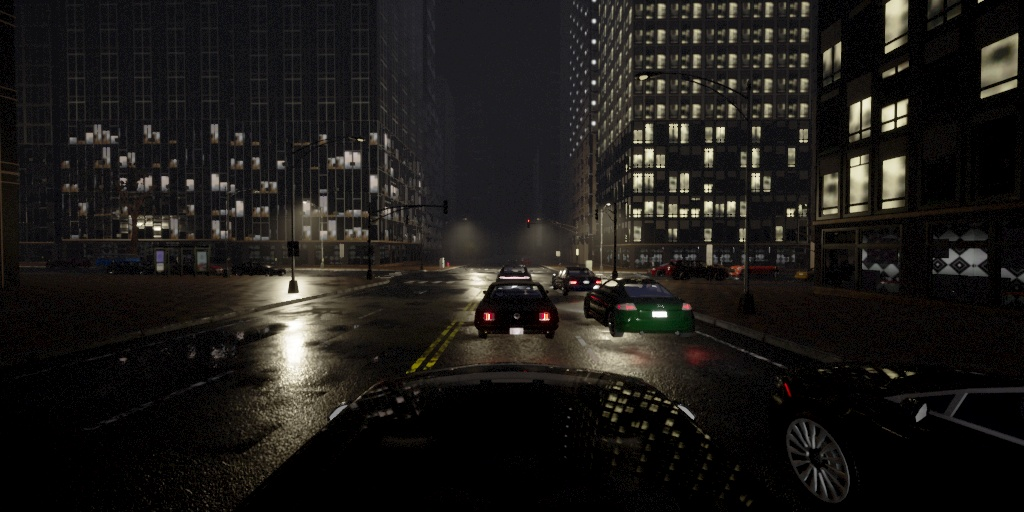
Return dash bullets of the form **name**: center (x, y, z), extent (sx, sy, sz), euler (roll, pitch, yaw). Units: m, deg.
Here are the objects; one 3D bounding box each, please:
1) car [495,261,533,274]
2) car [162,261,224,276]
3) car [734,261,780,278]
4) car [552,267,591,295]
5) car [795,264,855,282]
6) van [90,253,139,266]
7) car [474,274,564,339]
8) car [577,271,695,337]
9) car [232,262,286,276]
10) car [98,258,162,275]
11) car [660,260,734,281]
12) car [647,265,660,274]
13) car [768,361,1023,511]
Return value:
- **car**: center (0.113, 1.232, 19.279), extent (2.128, 1.511, 4.902), euler (0, 0, 0)
- **car**: center (-28.391, 1.137, 32.323), extent (4.207, 1.307, 1.802), euler (0, 0, 1)
- **car**: center (25.019, 1.289, 37.237), extent (4.553, 1.767, 2.097), euler (1, 1, 1)
- **car**: center (3.399, 1.288, 19.481), extent (2.033, 1.411, 5.357), euler (0, 0, -3)
- **car**: center (27.665, 1.578, 31.415), extent (4.829, 1.417, 1.751), euler (0, 0, 1)
- **van**: center (-45.255, 0.604, 41.172), extent (3.998, 1.789, 1.690), euler (0, 0, 1)
- **car**: center (0.106, 1.347, 10.023), extent (1.895, 1.301, 4.718), euler (0, 0, 0)
- **car**: center (3.365, 1.310, 10.251), extent (1.994, 1.385, 4.181), euler (0, 0, -1)
- **car**: center (-22.707, 1.173, 32.184), extent (4.313, 1.339, 1.948), euler (0, 0, 1)
- **car**: center (-34.072, 1.068, 32.501), extent (4.313, 1.339, 1.948), euler (0, 0, 1)
- **car**: center (16.217, 1.268, 31.622), extent (5.009, 1.841, 2.192), euler (0, 0, 1)
- **car**: center (16.308, 1.424, 37.397), extent (4.181, 1.385, 1.994), euler (1, 1, 1)
- **car**: center (3.340, 1.242, 1.421), extent (2.128, 1.511, 4.902), euler (0, 0, 0)
